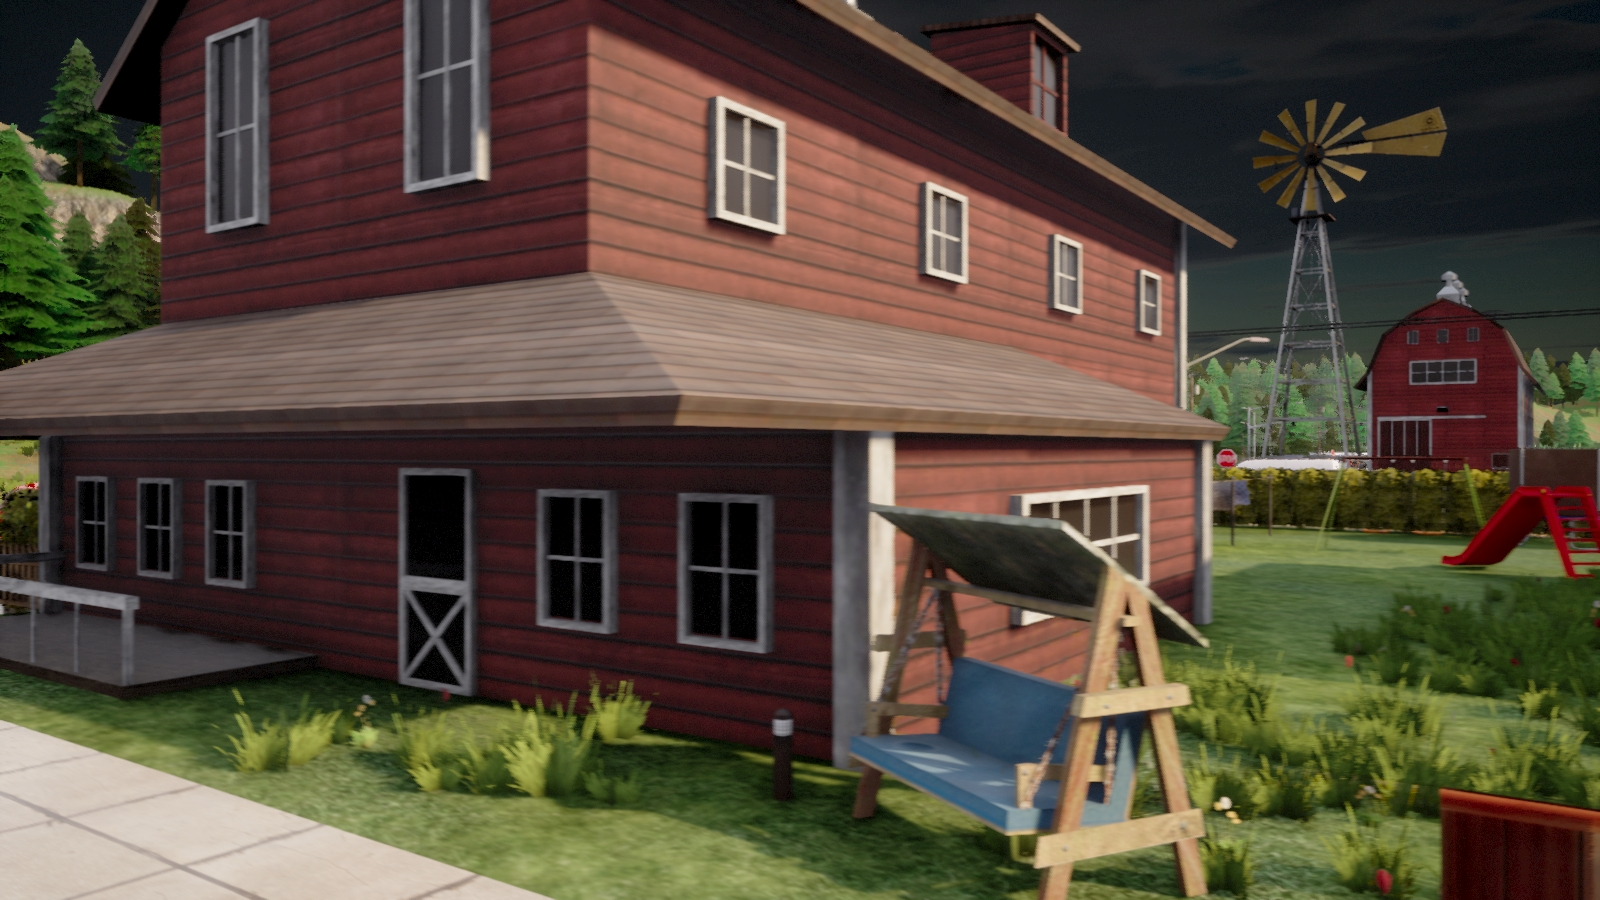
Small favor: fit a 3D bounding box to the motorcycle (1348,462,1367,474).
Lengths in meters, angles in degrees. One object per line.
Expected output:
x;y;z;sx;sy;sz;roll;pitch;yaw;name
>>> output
65.464;2.142;134.082;1.805;1.316;0.856;0;-2;43;motorcycle
